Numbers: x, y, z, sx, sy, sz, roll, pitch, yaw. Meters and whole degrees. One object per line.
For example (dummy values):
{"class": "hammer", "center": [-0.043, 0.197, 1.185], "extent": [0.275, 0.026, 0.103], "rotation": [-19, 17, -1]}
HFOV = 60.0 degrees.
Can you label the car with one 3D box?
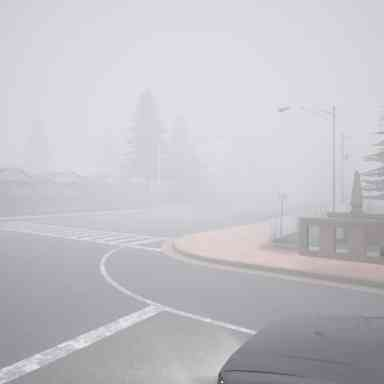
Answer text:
{"class": "car", "center": [2.746, 1.550, 2.016], "extent": [5.357, 1.411, 2.033], "rotation": [0, 0, 36]}
